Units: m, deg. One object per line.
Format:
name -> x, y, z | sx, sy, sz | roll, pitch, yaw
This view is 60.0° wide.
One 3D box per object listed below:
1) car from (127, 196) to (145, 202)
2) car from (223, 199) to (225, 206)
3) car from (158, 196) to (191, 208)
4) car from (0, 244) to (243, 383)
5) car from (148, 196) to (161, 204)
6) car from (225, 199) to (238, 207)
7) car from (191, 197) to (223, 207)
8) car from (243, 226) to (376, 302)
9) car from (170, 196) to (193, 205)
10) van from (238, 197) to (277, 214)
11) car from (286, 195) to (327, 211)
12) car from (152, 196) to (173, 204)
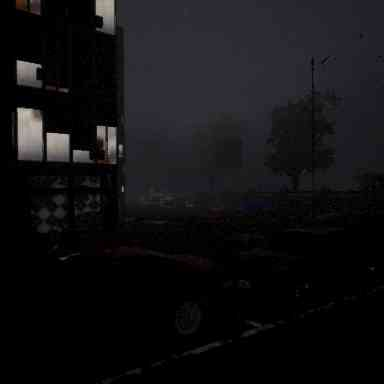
car -> -12.638, 1.624, 77.363 | 1.887, 1.381, 4.507 | -1, 1, -36
car -> 3.984, 1.545, 54.882 | 1.752, 1.417, 4.829 | -1, 1, -36
car -> -2.660, 1.677, 50.127 | 2.008, 1.369, 4.403 | -1, 1, -36
car -> -1.589, 1.543, 4.977 | 4.507, 1.381, 1.887 | 0, -1, -35
car -> -6.726, 1.602, 64.811 | 1.837, 1.490, 4.892 | -1, 0, -36
car -> 7.430, 1.591, 50.223 | 1.802, 1.307, 4.206 | -1, 1, -36
car -> 2.175, 1.671, 52.774 | 1.895, 1.301, 4.718 | -1, 0, -36
car -> 2.882, 1.563, 8.255 | 4.313, 1.339, 1.947 | 0, -1, -35
car -> -1.998, 1.541, 63.496 | 1.837, 1.490, 4.892 | -1, 0, -36
van -> 7.374, 1.435, 36.550 | 1.690, 1.788, 3.998 | -1, 1, -36
car -> 14.115, 1.302, 41.174 | 2.192, 1.841, 5.009 | -1, 1, -36
car -> -6.164, 1.530, 69.121 | 1.882, 1.535, 5.008 | -1, 0, -36
